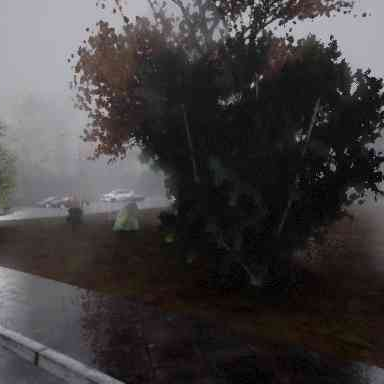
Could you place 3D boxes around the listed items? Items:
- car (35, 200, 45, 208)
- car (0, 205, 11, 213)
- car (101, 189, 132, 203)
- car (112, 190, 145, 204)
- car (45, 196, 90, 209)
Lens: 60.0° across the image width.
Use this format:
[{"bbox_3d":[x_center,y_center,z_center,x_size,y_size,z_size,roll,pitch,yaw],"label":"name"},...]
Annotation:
[{"bbox_3d":[-18.357,1.350,44.451,1.837,1.490,4.892,0,2,39],"label":"car"},{"bbox_3d":[-21.715,1.646,34.685,1.895,1.301,4.718,0,1,39],"label":"car"},{"bbox_3d":[-11.724,0.657,52.686,2.150,2.045,5.566,0,3,39],"label":"car"},{"bbox_3d":[-9.172,0.965,50.284,1.812,1.442,4.674,0,3,39],"label":"car"},{"bbox_3d":[-15.501,1.306,42.418,1.882,1.535,5.008,0,2,39],"label":"car"}]
